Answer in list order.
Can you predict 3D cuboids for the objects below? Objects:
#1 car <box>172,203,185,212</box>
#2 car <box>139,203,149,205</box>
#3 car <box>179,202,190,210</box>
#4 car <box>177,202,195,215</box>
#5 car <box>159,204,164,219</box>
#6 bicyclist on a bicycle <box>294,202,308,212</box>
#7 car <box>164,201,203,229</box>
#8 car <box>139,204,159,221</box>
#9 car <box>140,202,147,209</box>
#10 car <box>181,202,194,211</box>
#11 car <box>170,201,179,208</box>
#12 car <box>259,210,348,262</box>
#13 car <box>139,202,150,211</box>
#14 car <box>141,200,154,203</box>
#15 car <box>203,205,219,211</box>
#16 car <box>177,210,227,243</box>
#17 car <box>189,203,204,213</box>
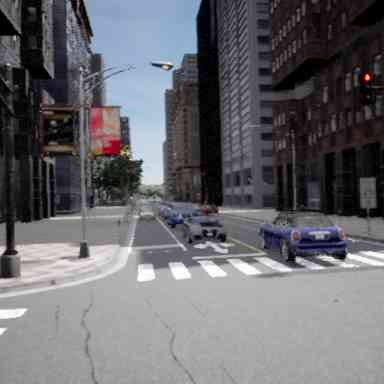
[{"bbox_3d":[-2.439,2.791,59.398,1.837,1.490,4.892,-2,-1,-9],"label":"car"},{"bbox_3d":[-7.644,2.930,54.667,1.802,1.307,4.206,-2,-1,-9],"label":"car"},{"bbox_3d":[-1.686,2.952,72.039,1.967,1.590,4.097,-2,-1,-9],"label":"car"},{"bbox_3d":[-0.934,2.401,49.556,2.097,1.767,4.553,-2,-1,-9],"label":"car"},{"bbox_3d":[-2.282,2.418,37.305,1.994,1.385,4.181,-2,-1,-9],"label":"car"},{"bbox_3d":[8.361,1.612,25.370,1.656,1.620,0.582,-2,-1,-9],"label":"bicyclist on a bicycle"},{"bbox_3d":[-0.850,1.853,27.850,2.150,2.045,5.566,-2,-1,-9],"label":"car"},{"bbox_3d":[-5.156,2.486,38.414,1.752,1.417,4.829,-2,-1,-9],"label":"car"},{"bbox_3d":[-13.395,3.701,92.203,1.967,1.590,4.097,-2,-1,-9],"label":"car"},{"bbox_3d":[-0.866,2.822,66.678,1.967,1.590,4.097,-2,-1,-9],"label":"car"},{"bbox_3d":[-4.974,3.351,93.485,2.192,1.841,5.009,-2,-1,-9],"label":"car"},{"bbox_3d":[4.153,1.557,13.213,2.097,1.767,4.553,-2,-1,-3],"label":"car"},{"bbox_3d":[-10.116,3.052,70.758,2.192,1.841,5.009,-2,-1,-9],"label":"car"},{"bbox_3d":[-8.473,2.792,60.034,2.192,1.841,5.009,-2,-1,-9],"label":"car"},{"bbox_3d":[2.422,2.411,45.232,1.887,1.381,4.507,-2,-1,-9],"label":"car"},{"bbox_3d":[0.583,1.977,18.579,1.994,1.385,4.181,-2,-1,-9],"label":"car"},{"bbox_3d":[0.754,2.652,56.122,1.752,1.417,4.829,-2,-1,-9],"label":"car"}]
